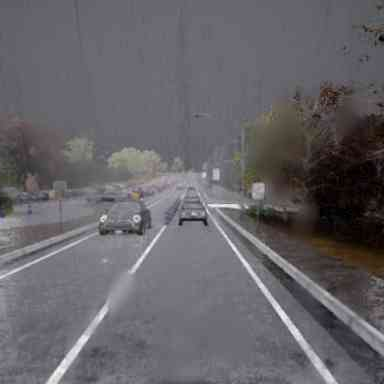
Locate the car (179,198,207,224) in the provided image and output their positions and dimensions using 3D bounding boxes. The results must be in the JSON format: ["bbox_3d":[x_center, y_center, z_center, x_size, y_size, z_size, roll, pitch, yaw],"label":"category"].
[{"bbox_3d":[0.071,1.378,22.813,2.033,1.411,5.357,0,0,0],"label":"car"}]

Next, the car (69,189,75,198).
[{"bbox_3d":[-23.052,0.425,56.425,4.792,1.488,2.163,0,1,0],"label":"car"}]

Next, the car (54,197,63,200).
[{"bbox_3d":[-23.307,0.508,50.976,5.366,1.575,1.946,0,1,0],"label":"car"}]

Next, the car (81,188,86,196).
[{"bbox_3d":[-23.034,0.233,62.004,5.008,1.535,2.097,0,2,0],"label":"car"}]

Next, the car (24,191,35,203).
[{"bbox_3d":[-23.187,0.661,42.487,4.674,1.452,2.002,0,1,0],"label":"car"}]

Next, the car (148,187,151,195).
[{"bbox_3d":[-9.971,0.429,56.509,4.792,1.488,2.163,0,2,0],"label":"car"}]

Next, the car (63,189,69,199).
[{"bbox_3d":[-23.286,0.454,53.771,5.366,1.575,1.946,0,1,0],"label":"car"}]

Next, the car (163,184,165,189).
[{"bbox_3d":[-9.809,-0.609,81.578,5.008,1.535,2.097,0,3,0],"label":"car"}]

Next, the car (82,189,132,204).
[{"bbox_3d":[-10.095,0.684,39.800,4.792,1.488,2.163,0,1,0],"label":"car"}]

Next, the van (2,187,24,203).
[{"bbox_3d":[-23.077,0.424,39.810,4.442,1.987,1.878,1,1,0],"label":"van"}]

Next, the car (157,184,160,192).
[{"bbox_3d":[-9.907,-0.321,73.217,4.553,1.767,2.185,0,3,0],"label":"car"}]

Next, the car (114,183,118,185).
[{"bbox_3d":[-22.848,-0.923,87.074,5.008,1.535,2.097,0,3,0],"label":"car"}]

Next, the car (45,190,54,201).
[{"bbox_3d":[-23.171,0.586,48.184,4.792,1.488,2.163,0,1,0],"label":"car"}]

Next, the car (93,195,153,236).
[{"bbox_3d":[-3.363,1.222,17.471,2.097,1.767,4.553,0,0,0],"label":"car"}]

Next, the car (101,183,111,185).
[{"bbox_3d":[-22.944,-0.713,78.707,5.566,2.045,2.435,0,3,0],"label":"car"}]

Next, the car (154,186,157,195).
[{"bbox_3d":[-9.909,0.169,64.875,4.792,1.488,2.163,0,2,0],"label":"car"}]

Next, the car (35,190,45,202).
[{"bbox_3d":[-23.166,0.633,45.272,4.674,1.452,2.002,0,1,0],"label":"car"}]

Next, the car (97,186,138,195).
[{"bbox_3d":[-10.114,0.473,45.368,4.553,1.767,2.185,0,1,0],"label":"car"}]

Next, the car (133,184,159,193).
[{"bbox_3d":[-9.928,-0.200,70.440,4.553,1.767,2.185,0,2,0],"label":"car"}]

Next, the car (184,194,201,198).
[{"bbox_3d":[0.056,0.985,40.769,2.128,1.511,4.902,1,1,0],"label":"car"}]

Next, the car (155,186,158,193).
[{"bbox_3d":[-9.946,0.066,67.661,4.792,1.488,2.163,0,2,0],"label":"car"}]

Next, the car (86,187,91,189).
[{"bbox_3d":[-23.012,0.135,64.920,4.892,1.521,2.231,0,2,0],"label":"car"}]

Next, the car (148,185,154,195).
[{"bbox_3d":[-9.927,0.109,62.084,4.553,1.767,2.185,0,2,0],"label":"car"}]

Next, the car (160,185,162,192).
[{"bbox_3d":[-9.858,-0.285,76.009,4.674,1.452,2.002,0,3,0],"label":"car"}]

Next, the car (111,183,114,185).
[{"bbox_3d":[-22.905,-0.887,84.286,4.553,1.767,2.185,0,3,0],"label":"car"}]

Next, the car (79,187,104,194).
[{"bbox_3d":[-22.942,-0.326,75.934,5.008,1.535,2.097,0,3,0],"label":"car"}]

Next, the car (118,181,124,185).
[{"bbox_3d":[-22.782,-1.513,92.742,5.566,2.045,2.435,0,3,0],"label":"car"}]

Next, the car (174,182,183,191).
[{"bbox_3d":[-3.381,-1.099,90.252,2.033,1.411,5.357,0,3,0],"label":"car"}]

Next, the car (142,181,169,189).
[{"bbox_3d":[-9.780,-1.341,89.905,5.566,2.045,2.435,0,3,0],"label":"car"}]

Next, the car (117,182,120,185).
[{"bbox_3d":[-23.017,-1.099,89.978,5.366,1.575,1.946,0,3,0],"label":"car"}]

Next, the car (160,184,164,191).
[{"bbox_3d":[-9.828,-0.463,78.793,5.008,1.535,2.097,0,3,0],"label":"car"}]

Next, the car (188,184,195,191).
[{"bbox_3d":[-0.131,-1.081,88.123,1.882,1.535,5.008,0,3,0],"label":"car"}]

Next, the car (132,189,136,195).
[{"bbox_3d":[-10.133,0.657,42.584,4.792,1.488,2.163,0,1,0],"label":"car"}]

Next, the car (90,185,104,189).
[{"bbox_3d":[-22.771,-0.199,73.146,5.366,1.575,1.946,0,2,0],"label":"car"}]

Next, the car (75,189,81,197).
[{"bbox_3d":[-23.055,0.318,59.215,5.008,1.535,2.097,0,2,0],"label":"car"}]

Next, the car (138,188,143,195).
[{"bbox_3d":[-10.057,0.563,48.148,5.008,1.535,2.097,0,1,0],"label":"car"}]

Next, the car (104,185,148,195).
[{"bbox_3d":[-10.070,0.267,50.937,5.566,2.045,2.435,0,1,0],"label":"car"}]
